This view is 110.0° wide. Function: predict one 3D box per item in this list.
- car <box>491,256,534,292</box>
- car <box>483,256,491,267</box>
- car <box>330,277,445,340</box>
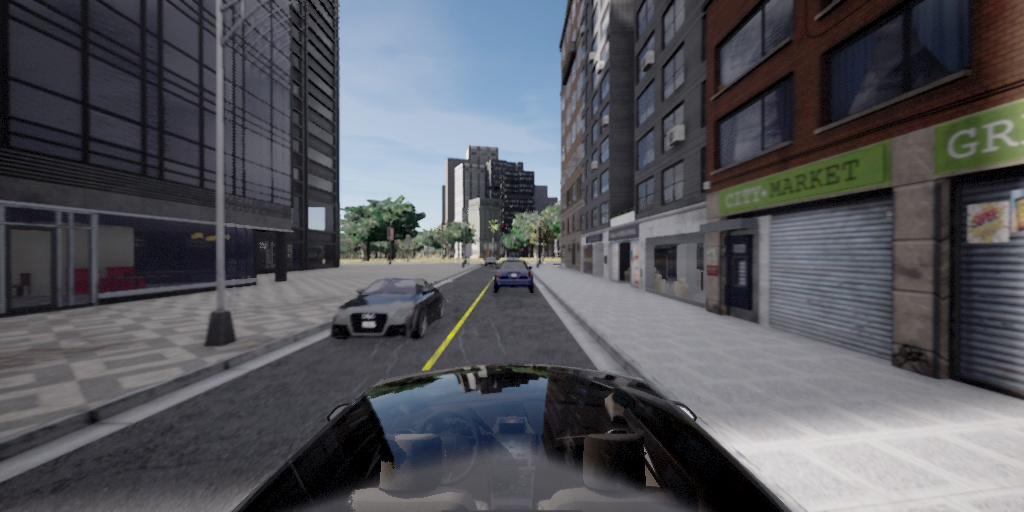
[{"bbox_3d":[0.098,0.978,20.294,2.097,1.767,4.553,0,0,0],"label":"car"},{"bbox_3d":[-3.003,0.782,52.194,1.837,1.490,4.892,0,1,0],"label":"car"},{"bbox_3d":[-3.100,1.278,9.748,1.994,1.385,4.181,0,0,0],"label":"car"}]
